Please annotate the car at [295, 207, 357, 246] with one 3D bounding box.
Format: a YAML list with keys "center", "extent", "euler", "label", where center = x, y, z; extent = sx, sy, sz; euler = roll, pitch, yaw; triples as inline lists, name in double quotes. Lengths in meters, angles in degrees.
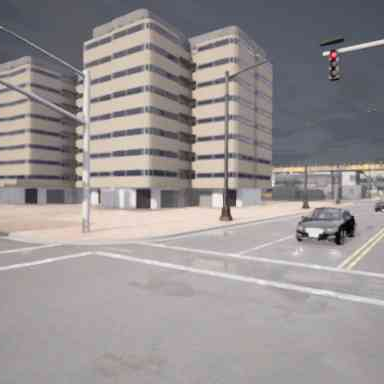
- center: [6.305, 1.469, 15.385]
  extent: [2.128, 1.511, 4.902]
  euler: [1, 0, 35]
  label: "car"

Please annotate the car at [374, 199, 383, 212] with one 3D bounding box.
- center: [21.552, 1.508, 36.939]
  extent: [2.033, 1.411, 5.357]
  euler: [1, 0, 35]
  label: "car"
